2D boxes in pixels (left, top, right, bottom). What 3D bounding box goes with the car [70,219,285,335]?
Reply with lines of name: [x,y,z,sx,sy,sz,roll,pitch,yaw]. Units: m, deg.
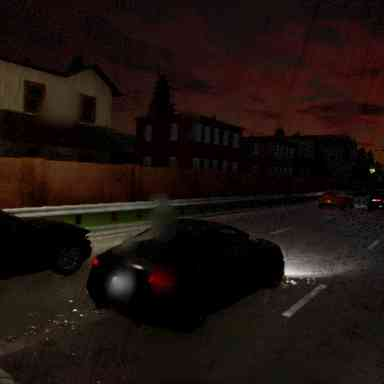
car: [0.186,1.218,6.281,1.994,1.385,4.181,5,4,37]

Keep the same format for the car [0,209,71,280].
car: [-4.249,0.939,6.216,1.882,1.535,5.008,5,4,37]

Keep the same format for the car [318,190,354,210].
car: [12.049,0.538,27.578,1.882,1.535,5.008,5,4,37]

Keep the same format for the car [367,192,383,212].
car: [14.796,0.786,25.421,2.128,1.511,4.902,5,4,37]
